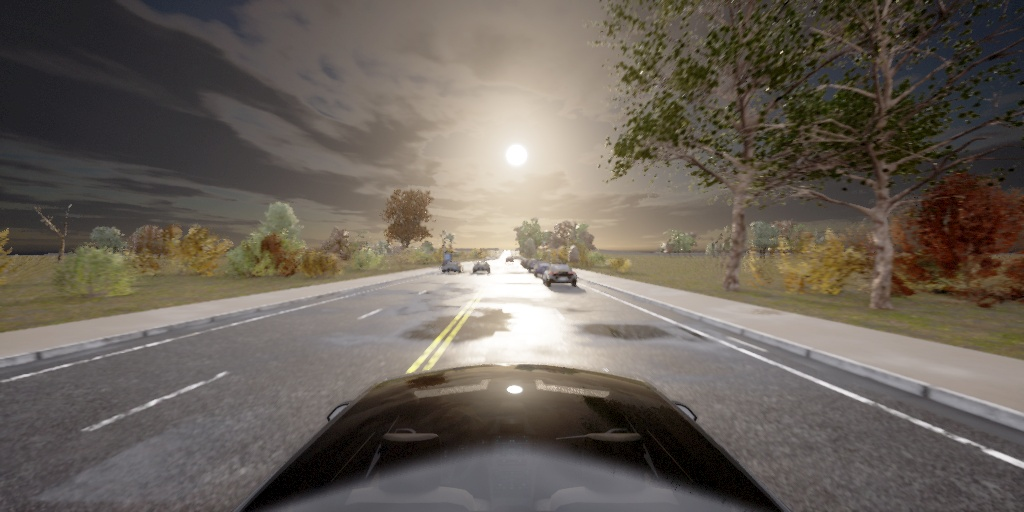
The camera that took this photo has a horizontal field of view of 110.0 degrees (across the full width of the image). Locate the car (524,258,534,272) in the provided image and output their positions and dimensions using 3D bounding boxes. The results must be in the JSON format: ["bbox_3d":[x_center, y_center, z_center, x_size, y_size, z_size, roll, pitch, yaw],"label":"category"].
[{"bbox_3d":[3.040,1.154,46.890,2.033,1.649,4.856,0,0,-1],"label":"car"}]

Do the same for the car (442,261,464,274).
[{"bbox_3d":[-6.726,1.298,40.989,1.994,1.385,4.181,0,0,0],"label":"car"}]

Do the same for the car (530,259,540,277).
[{"bbox_3d":[3.129,1.261,35.879,1.812,1.442,4.674,0,0,0],"label":"car"}]

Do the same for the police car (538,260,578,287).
[{"bbox_3d":[3.194,1.248,24.869,2.038,1.542,4.974,0,0,0],"label":"police car"}]

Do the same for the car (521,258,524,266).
[{"bbox_3d":[2.931,1.141,57.894,2.033,1.649,4.856,0,0,-1],"label":"car"}]

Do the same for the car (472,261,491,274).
[{"bbox_3d":[-3.482,1.296,41.606,1.994,1.385,4.181,0,0,0],"label":"car"}]
